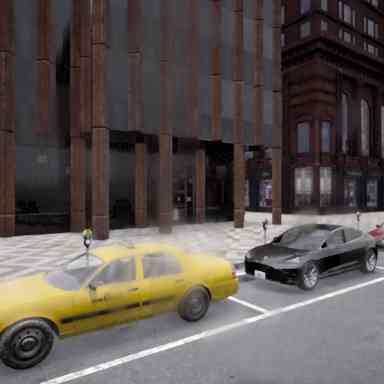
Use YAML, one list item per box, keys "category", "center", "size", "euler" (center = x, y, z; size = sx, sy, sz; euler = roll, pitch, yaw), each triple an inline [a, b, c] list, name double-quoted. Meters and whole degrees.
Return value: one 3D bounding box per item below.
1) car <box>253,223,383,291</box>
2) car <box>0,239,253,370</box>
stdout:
- category: "car"
  center: [3.363, 1.566, 9.046]
  size: [4.313, 1.339, 1.947]
  euler: [0, 0, -35]
- category: "car"
  center: [-1.365, 1.525, 5.675]
  size: [4.829, 1.417, 1.752]
  euler: [0, 0, -35]
